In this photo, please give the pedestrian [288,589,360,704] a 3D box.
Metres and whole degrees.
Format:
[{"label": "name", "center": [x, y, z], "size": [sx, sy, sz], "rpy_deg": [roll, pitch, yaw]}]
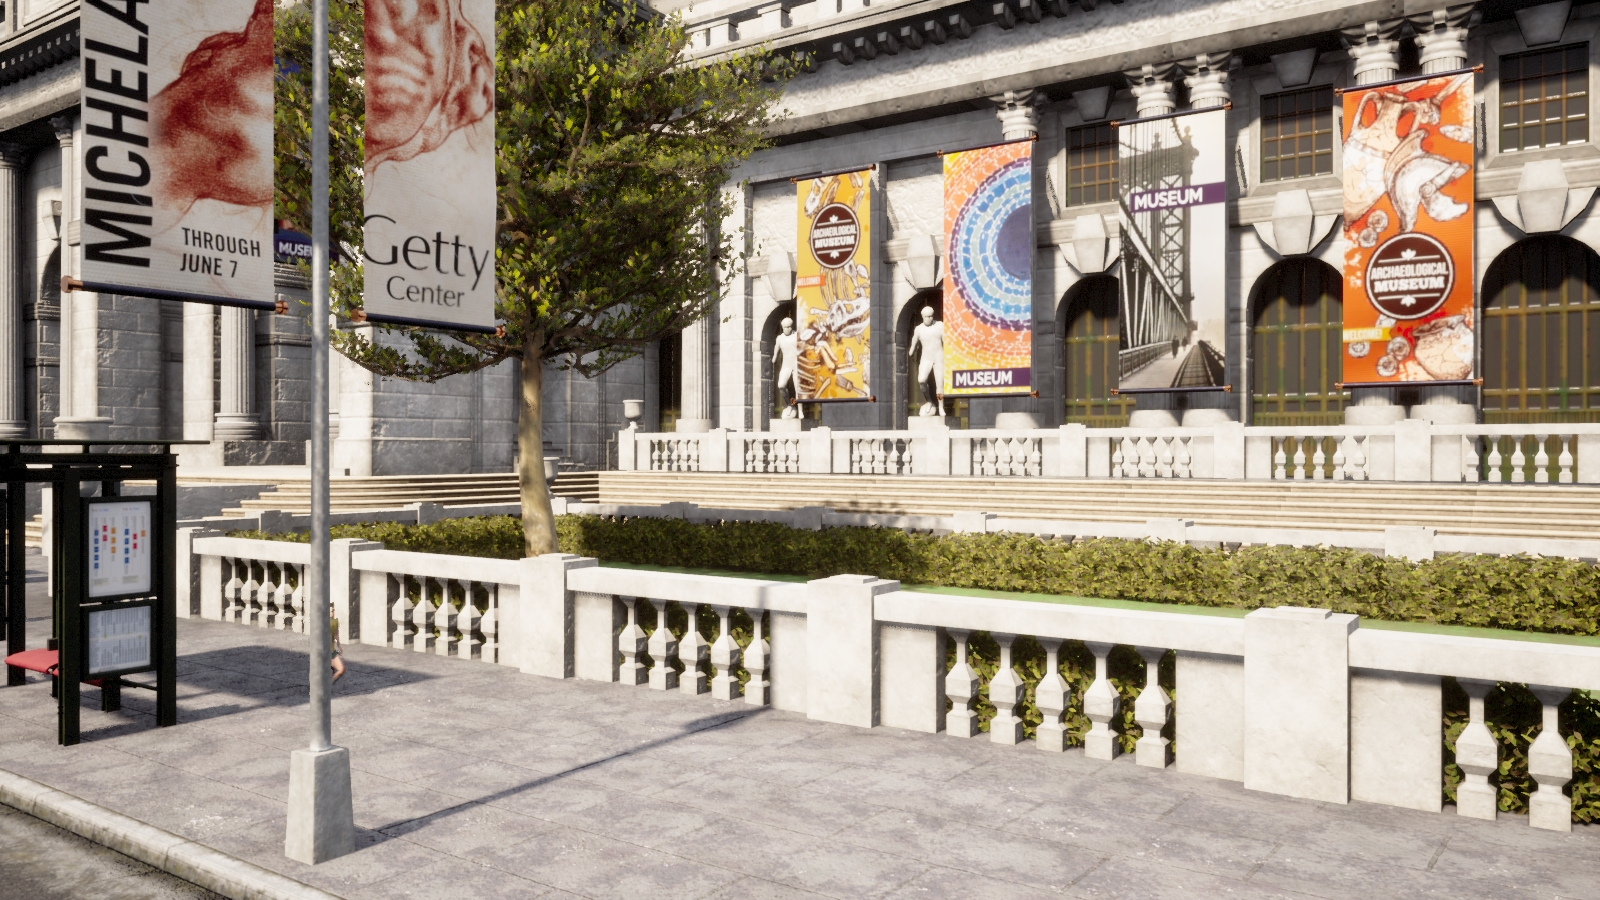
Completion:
[{"label": "pedestrian", "center": [-5.054, 2.072, 12.148], "size": [0.500, 1.100, 0.500], "rpy_deg": [0, 0, 27]}]
